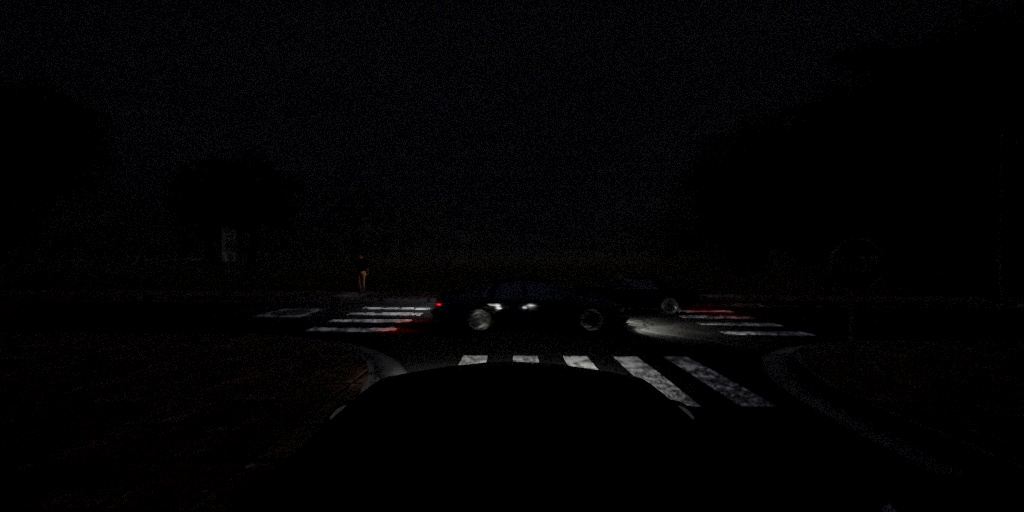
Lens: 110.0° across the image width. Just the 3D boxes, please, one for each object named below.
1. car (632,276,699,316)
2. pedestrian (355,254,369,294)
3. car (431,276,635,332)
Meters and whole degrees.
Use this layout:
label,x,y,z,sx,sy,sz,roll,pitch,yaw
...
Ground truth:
label,x,y,z,sx,sy,sz,roll,pitch,yaw
car,4.125,1.379,13.273,4.718,1.301,1.895,1,0,0
pedestrian,-6.807,0.775,16.212,0.375,1.860,0.375,0,1,0
car,0.465,1.313,10.352,5.357,1.411,2.033,0,0,0
